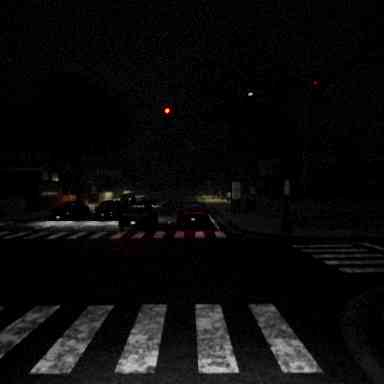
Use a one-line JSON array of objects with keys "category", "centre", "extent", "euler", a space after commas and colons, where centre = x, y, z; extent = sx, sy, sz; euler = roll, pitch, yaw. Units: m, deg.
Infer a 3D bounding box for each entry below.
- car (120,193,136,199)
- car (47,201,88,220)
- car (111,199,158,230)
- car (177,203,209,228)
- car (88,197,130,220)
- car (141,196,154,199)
[{"category": "car", "centre": [-9.883, 1.026, 50.818], "extent": [2.097, 1.767, 4.553], "euler": [0, 1, 0]}, {"category": "car", "centre": [-9.886, 1.477, 27.187], "extent": [2.033, 1.411, 5.357], "euler": [0, 0, 0]}, {"category": "car", "centre": [-3.183, 1.439, 20.433], "extent": [2.128, 1.511, 4.902], "euler": [0, 0, 0]}, {"category": "car", "centre": [0.070, 1.421, 21.675], "extent": [1.882, 1.535, 5.008], "euler": [0, 0, 0]}, {"category": "car", "centre": [-6.633, 1.434, 27.077], "extent": [1.837, 1.490, 4.892], "euler": [0, 0, 0]}, {"category": "car", "centre": [-6.639, 1.257, 49.791], "extent": [1.994, 1.385, 4.181], "euler": [0, 1, 0]}]
